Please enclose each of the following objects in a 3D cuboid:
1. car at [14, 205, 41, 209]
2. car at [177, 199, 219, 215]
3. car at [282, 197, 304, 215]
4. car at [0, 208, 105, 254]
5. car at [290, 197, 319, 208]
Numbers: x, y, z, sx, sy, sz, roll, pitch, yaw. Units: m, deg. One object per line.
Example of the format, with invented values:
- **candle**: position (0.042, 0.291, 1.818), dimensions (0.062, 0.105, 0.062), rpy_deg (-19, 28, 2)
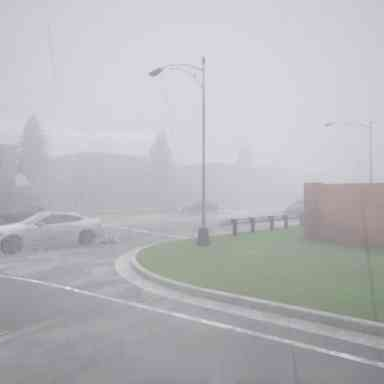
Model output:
- **car**: position (-11.614, 1.599, 22.666), dimensions (4.718, 1.301, 1.895), rpy_deg (0, 0, -42)
- **car**: position (0.627, 1.490, 33.881), dimensions (4.902, 1.511, 2.128), rpy_deg (0, 0, -42)
- **car**: position (9.463, 1.351, 27.735), dimensions (4.553, 1.767, 2.097), rpy_deg (0, 0, -42)
- **car**: position (-5.910, 1.525, 13.649), dimensions (4.674, 1.442, 1.812), rpy_deg (0, 0, -42)
- **car**: position (16.379, 1.477, 48.278), dimensions (5.008, 1.535, 1.882), rpy_deg (0, 0, -42)
